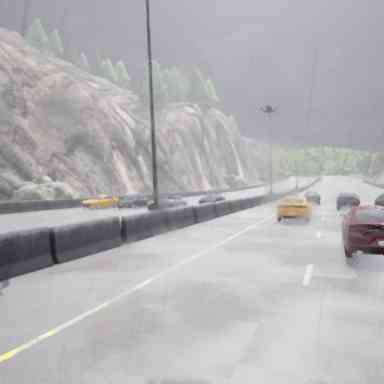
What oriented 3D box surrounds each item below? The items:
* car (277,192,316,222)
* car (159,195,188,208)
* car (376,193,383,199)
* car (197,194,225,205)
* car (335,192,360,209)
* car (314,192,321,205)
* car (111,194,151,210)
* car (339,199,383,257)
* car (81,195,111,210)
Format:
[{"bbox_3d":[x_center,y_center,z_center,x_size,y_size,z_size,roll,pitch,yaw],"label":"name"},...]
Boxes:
[{"bbox_3d":[6.859,1.021,21.917,1.882,1.535,5.008,-1,1,23],"label":"car"},{"bbox_3d":[-2.212,1.068,36.890,1.895,1.301,4.718,-1,1,23],"label":"car"},{"bbox_3d":[18.110,0.780,30.552,1.994,1.385,4.181,-1,1,23],"label":"car"},{"bbox_3d":[2.391,0.907,38.754,2.033,1.411,5.357,-1,1,23],"label":"car"},{"bbox_3d":[14.418,0.780,30.809,1.837,1.490,4.892,-1,1,23],"label":"car"},{"bbox_3d":[14.066,0.702,38.964,2.033,1.411,5.357,-1,1,23],"label":"car"},{"bbox_3d":[-6.295,1.052,36.230,1.837,1.490,4.892,-1,1,23],"label":"car"},{"bbox_3d":[6.192,1.196,11.351,1.882,1.535,5.008,-1,1,23],"label":"car"},{"bbox_3d":[-9.968,1.084,36.536,1.882,1.535,5.008,-1,1,23],"label":"car"}]
